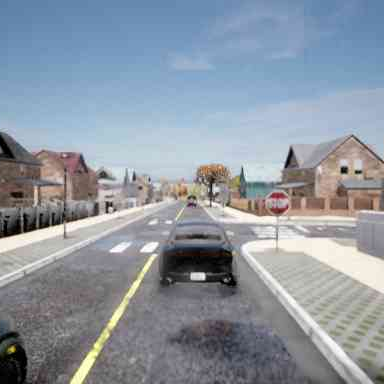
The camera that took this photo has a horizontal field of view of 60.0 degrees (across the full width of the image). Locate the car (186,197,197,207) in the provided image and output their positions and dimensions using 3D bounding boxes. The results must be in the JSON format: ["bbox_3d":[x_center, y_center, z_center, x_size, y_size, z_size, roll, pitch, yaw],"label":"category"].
[{"bbox_3d":[-0.038,2.106,63.697,1.895,1.301,4.718,0,-1,0],"label":"car"}]

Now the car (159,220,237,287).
[{"bbox_3d":[0.172,1.546,9.433,1.837,1.490,4.892,0,0,1],"label":"car"}]

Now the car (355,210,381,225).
[{"bbox_3d":[12.733,1.628,20.539,4.892,1.490,1.837,1,2,8],"label":"car"}]

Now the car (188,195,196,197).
[{"bbox_3d":[-0.044,1.687,73.722,2.150,2.045,5.566,0,-1,0],"label":"car"}]

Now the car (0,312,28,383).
[{"bbox_3d":[-2.764,1.571,1.852,1.994,1.385,4.181,0,0,1],"label":"car"}]
